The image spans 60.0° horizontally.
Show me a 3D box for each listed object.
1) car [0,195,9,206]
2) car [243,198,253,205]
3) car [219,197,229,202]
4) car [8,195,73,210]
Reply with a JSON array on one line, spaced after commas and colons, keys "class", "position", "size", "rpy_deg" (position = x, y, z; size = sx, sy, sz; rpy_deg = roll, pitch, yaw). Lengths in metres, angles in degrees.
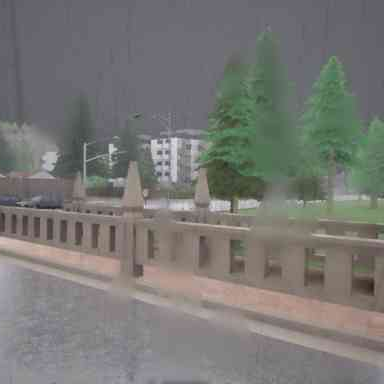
[{"class": "car", "position": [-17.842, 0.973, 31.726], "size": [2.033, 1.411, 5.357], "rpy_deg": [1, 1, 37]}, {"class": "car", "position": [9.151, 1.135, 49.770], "size": [2.128, 1.511, 4.902], "rpy_deg": [1, 1, 38]}, {"class": "car", "position": [6.254, 1.179, 51.747], "size": [1.895, 1.301, 4.718], "rpy_deg": [1, 1, 38]}, {"class": "car", "position": [-13.787, 1.041, 31.267], "size": [2.033, 1.411, 5.357], "rpy_deg": [1, 1, 38]}]
